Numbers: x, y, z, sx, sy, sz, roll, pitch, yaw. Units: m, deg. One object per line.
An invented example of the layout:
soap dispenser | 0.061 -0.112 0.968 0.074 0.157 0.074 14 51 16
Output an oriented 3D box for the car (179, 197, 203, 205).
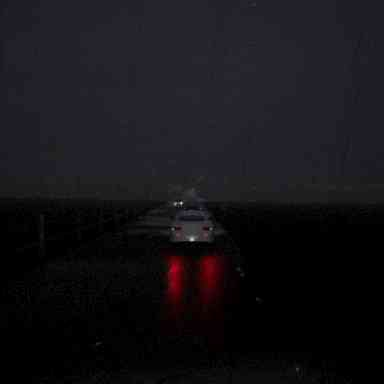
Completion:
car | 0.000 1.485 29.648 1.812 1.442 4.674 0 0 0

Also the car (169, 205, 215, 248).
car | 0.000 1.517 14.649 1.812 1.442 4.674 0 0 0

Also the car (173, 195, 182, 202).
car | -2.750 1.343 68.645 2.033 1.411 5.357 0 0 0
